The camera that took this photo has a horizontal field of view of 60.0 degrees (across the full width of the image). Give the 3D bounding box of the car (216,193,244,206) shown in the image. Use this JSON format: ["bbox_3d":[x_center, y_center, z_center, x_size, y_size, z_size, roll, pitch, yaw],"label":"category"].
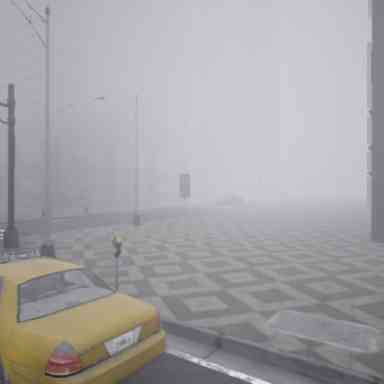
[{"bbox_3d":[4.732,0.897,40.210,1.812,1.442,4.674,0,1,36],"label":"car"}]

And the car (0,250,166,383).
[{"bbox_3d":[-2.599,1.525,4.823,4.829,1.417,1.752,0,0,36],"label":"car"}]
